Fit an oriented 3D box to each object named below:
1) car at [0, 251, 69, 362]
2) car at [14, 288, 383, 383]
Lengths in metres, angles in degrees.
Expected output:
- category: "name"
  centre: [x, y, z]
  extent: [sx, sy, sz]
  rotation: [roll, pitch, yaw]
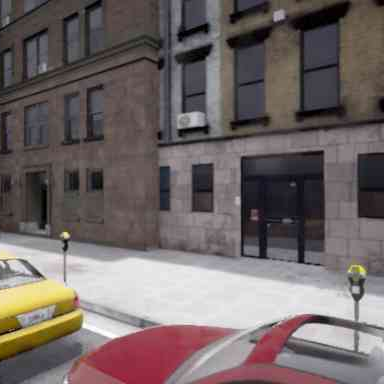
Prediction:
- category: "car"
  centre: [-3.839, 1.547, 5.559]
  extent: [4.829, 1.417, 1.752]
  rotation: [0, 0, 36]
- category: "car"
  centre: [0.787, 1.584, 2.247]
  extent: [4.206, 1.307, 1.802]
  rotation: [0, 0, 36]
